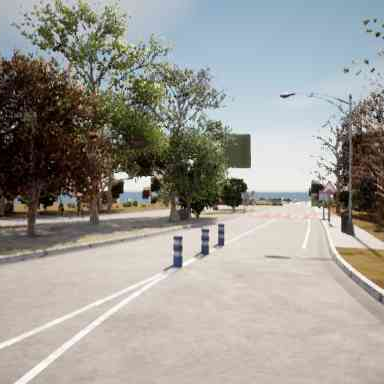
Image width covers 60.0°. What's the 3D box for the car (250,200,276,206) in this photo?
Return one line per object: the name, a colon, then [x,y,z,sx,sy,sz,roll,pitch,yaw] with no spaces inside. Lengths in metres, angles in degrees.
car: [19.845,3.260,93.064,5.366,1.575,1.946,0,-3,19]
